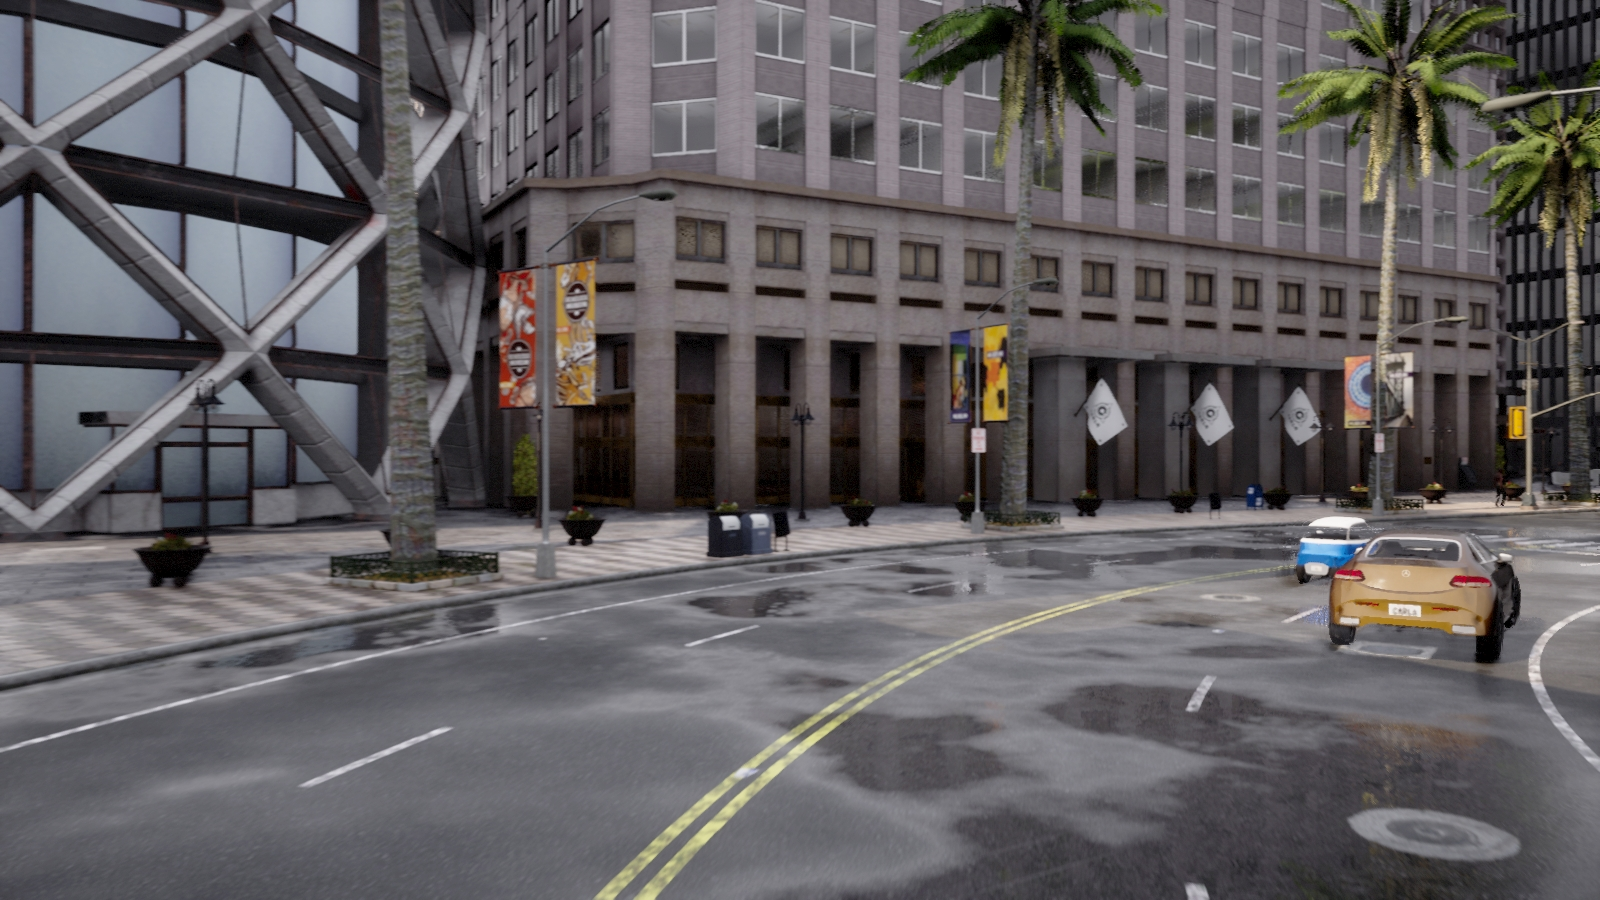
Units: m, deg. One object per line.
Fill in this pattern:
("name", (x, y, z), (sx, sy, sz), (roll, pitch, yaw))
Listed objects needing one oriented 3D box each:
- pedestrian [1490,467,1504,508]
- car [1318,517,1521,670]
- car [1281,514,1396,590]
("pedestrian", (31.981, 1.713, 52.415), (0.375, 1.860, 0.375), (0, 0, -13))
("car", (9.521, 1.997, 17.328), (2.152, 1.651, 5.027), (0, 0, 35))
("car", (11.485, 2.126, 24.342), (2.207, 1.376, 1.481), (0, 0, -42))
